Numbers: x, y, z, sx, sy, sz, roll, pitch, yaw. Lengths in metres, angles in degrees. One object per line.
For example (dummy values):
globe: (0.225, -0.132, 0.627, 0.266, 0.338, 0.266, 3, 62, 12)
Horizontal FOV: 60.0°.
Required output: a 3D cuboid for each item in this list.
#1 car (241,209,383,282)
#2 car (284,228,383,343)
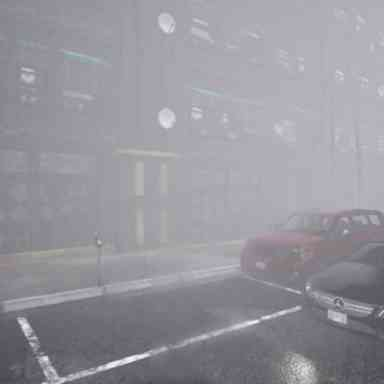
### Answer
car: (3.641, 1.405, 9.171, 5.009, 1.841, 2.192, 1, -1, -35)
car: (4.032, 1.600, 6.252, 4.674, 1.442, 1.812, 1, 0, -35)
